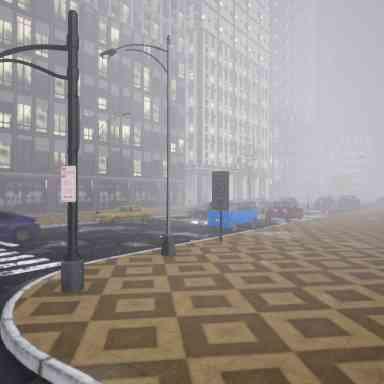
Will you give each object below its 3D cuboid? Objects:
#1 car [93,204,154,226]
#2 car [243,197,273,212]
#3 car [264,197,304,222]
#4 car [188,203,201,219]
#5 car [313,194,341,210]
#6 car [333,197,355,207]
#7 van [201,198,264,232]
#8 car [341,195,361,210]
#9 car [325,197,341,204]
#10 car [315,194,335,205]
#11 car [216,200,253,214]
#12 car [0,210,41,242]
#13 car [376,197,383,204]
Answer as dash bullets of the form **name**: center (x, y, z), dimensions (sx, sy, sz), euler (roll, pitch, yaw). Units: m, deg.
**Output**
- **car**: center (-4.816, 1.540, 23.987), dimensions (1.752, 1.417, 4.829), euler (0, 0, 38)
- **car**: center (8.069, 1.471, 40.536), dimensions (1.967, 1.590, 4.097), euler (0, 0, 38)
- **car**: center (7.534, 1.472, 26.910), dimensions (1.967, 1.590, 4.097), euler (0, 0, 38)
- **car**: center (2.290, 1.572, 28.975), dimensions (2.033, 1.411, 5.357), euler (0, 0, 38)
- **car**: center (17.907, 1.400, 44.449), dimensions (2.097, 1.767, 4.553), euler (0, 0, 38)
- **car**: center (23.956, 1.552, 52.312), dimensions (2.128, 1.511, 4.902), euler (0, 0, 37)
- **van**: center (2.576, 1.368, 20.278), dimensions (1.690, 1.788, 3.998), euler (0, 0, 38)
- **car**: center (21.098, 1.368, 44.554), dimensions (2.192, 1.841, 5.009), euler (0, 0, 38)
- **car**: center (28.416, 1.624, 67.001), dimensions (2.008, 1.369, 4.403), euler (0, 0, 38)
- **car**: center (25.025, 1.380, 62.591), dimensions (2.192, 1.841, 5.009), euler (0, 0, 38)
- **car**: center (4.678, 1.571, 36.125), dimensions (1.887, 1.381, 4.507), euler (0, 0, 38)
- **car**: center (-9.187, 1.536, 14.660), dimensions (1.812, 1.442, 4.674), euler (0, 0, 44)
- **car**: center (38.053, 1.658, 66.607), dimensions (1.947, 1.339, 4.313), euler (0, 0, 38)
